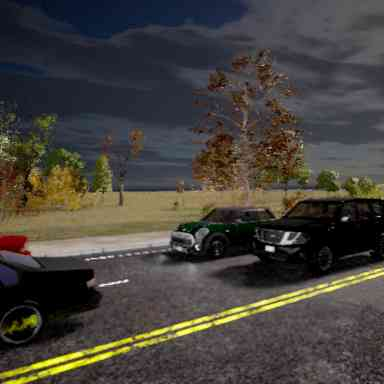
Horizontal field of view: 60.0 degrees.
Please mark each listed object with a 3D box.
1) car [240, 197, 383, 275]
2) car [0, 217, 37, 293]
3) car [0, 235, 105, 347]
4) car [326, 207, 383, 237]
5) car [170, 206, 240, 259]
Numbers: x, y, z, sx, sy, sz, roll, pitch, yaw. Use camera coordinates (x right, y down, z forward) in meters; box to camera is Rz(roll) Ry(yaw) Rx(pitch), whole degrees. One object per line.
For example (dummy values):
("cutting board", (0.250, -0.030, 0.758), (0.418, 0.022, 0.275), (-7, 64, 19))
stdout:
("car", (4.410, 1.214, 10.793), (5.566, 2.045, 2.150), (0, 0, -35))
("car", (-6.240, 1.477, 7.202), (5.008, 1.535, 1.882), (0, 0, -34))
("car", (-4.064, 1.547, 4.765), (5.357, 1.411, 2.033), (0, 0, -35))
("car", (9.692, 1.586, 18.540), (4.718, 1.301, 1.895), (0, 0, -35))
("car", (1.408, 1.345, 12.648), (4.553, 1.767, 2.097), (0, 0, -35))
